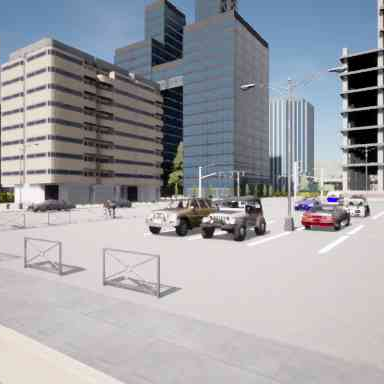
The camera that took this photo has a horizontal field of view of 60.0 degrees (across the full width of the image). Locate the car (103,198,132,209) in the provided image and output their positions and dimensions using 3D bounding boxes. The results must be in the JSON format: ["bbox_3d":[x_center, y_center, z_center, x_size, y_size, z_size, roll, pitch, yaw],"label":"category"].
[{"bbox_3d":[-10.356,1.564,46.560,1.994,1.385,4.181,0,0,35],"label":"car"}]

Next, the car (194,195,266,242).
[{"bbox_3d":[2.074,1.156,15.629,1.905,1.878,3.866,0,0,34],"label":"car"}]

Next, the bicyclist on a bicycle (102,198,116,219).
[{"bbox_3d":[-6.542,1.302,26.240,1.656,1.620,0.582,0,0,34],"label":"bicyclist on a bicycle"}]

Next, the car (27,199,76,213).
[{"bbox_3d":[-15.980,1.547,38.185,2.033,1.411,5.357,0,0,34],"label":"car"}]

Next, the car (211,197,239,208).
[{"bbox_3d":[5.107,1.547,50.488,2.033,1.411,5.357,0,0,33],"label":"car"}]

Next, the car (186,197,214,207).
[{"bbox_3d":[1.293,1.491,51.161,2.128,1.511,4.902,0,0,34],"label":"car"}]

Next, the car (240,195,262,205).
[{"bbox_3d":[10.365,1.352,58.368,2.097,1.767,4.553,0,0,34],"label":"car"}]

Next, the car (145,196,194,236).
[{"bbox_3d":[-0.296,1.153,17.291,1.932,1.855,4.605,0,0,34],"label":"car"}]

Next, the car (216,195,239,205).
[{"bbox_3d":[6.330,1.352,58.795,2.097,1.767,4.553,0,0,34],"label":"car"}]

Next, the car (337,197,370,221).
[{"bbox_3d":[14.074,1.395,28.607,1.970,1.475,3.806,0,0,34],"label":"car"}]
